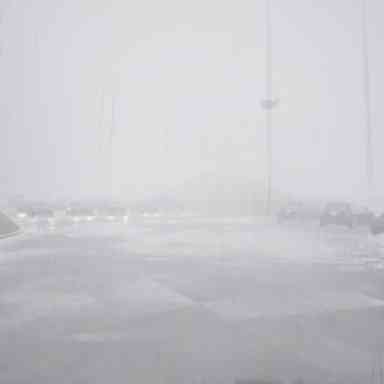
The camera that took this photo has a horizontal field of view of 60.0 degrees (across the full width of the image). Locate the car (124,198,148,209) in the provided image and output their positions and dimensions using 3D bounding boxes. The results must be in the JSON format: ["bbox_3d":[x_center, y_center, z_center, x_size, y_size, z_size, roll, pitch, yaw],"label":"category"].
[{"bbox_3d":[-8.143,1.663,47.939,1.994,1.385,4.181,0,0,-32],"label":"car"}]

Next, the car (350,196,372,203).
[{"bbox_3d":[37.056,1.665,73.114,1.895,1.301,4.718,0,0,-11],"label":"car"}]

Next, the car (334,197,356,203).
[{"bbox_3d":[33.521,1.675,72.975,1.895,1.301,4.718,0,0,-14],"label":"car"}]

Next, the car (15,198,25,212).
[{"bbox_3d":[-19.831,1.688,40.189,1.895,1.301,4.718,0,0,-32],"label":"car"}]

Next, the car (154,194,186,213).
[{"bbox_3d":[-2.837,1.302,39.577,2.150,2.045,5.566,0,0,-32],"label":"car"}]

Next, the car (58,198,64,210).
[{"bbox_3d":[-16.603,1.653,41.618,1.994,1.385,4.181,0,0,-33],"label":"car"}]

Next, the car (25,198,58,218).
[{"bbox_3d":[-14.447,1.594,31.703,1.812,1.442,4.674,0,0,-32],"label":"car"}]

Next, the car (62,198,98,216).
[{"bbox_3d":[-11.249,1.634,33.199,1.994,1.385,4.181,0,0,-32],"label":"car"}]

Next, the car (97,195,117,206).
[{"bbox_3d":[-15.206,1.475,59.131,2.097,1.767,4.553,0,0,-32],"label":"car"}]

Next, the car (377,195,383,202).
[{"bbox_3d":[43.975,1.531,74.180,1.882,1.535,5.008,0,0,-11],"label":"car"}]

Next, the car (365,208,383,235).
[{"bbox_3d":[11.335,1.597,18.045,4.181,1.385,1.994,0,0,-43],"label":"car"}]

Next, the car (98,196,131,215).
[{"bbox_3d":[-8.625,1.552,35.601,1.882,1.535,5.008,0,0,-32],"label":"car"}]

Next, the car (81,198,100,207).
[{"bbox_3d":[-16.823,1.717,55.119,1.895,1.301,4.718,0,0,-32],"label":"car"}]

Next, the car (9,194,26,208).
[{"bbox_3d":[-27.437,1.338,52.248,2.150,2.045,5.566,0,0,-32],"label":"car"}]

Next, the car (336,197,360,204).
[{"bbox_3d":[30.750,1.661,65.875,2.033,1.411,5.357,0,0,-4],"label":"car"}]

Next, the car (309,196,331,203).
[{"bbox_3d":[29.181,1.619,76.038,1.882,1.535,5.008,0,0,-18],"label":"car"}]

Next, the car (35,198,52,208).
[{"bbox_3d":[-23.628,1.639,52.766,1.812,1.442,4.674,0,0,-32],"label":"car"}]

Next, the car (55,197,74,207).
[{"bbox_3d":[-21.375,1.666,55.781,2.033,1.411,5.357,0,0,-32],"label":"car"}]

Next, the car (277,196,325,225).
[{"bbox_3d":[8.314,1.399,24.838,4.553,1.767,2.097,0,0,-44],"label":"car"}]

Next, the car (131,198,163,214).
[{"bbox_3d":[-5.300,1.640,36.898,1.994,1.385,4.181,0,0,-32],"label":"car"}]

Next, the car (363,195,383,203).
[{"bbox_3d":[40.518,1.539,73.633,1.882,1.535,5.008,0,0,-11],"label":"car"}]

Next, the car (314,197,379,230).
[{"bbox_3d":[10.218,1.393,21.815,4.553,1.767,2.097,0,0,-44],"label":"car"}]

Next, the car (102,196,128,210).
[{"bbox_3d":[-10.556,1.446,45.188,2.097,1.767,4.553,0,0,-32],"label":"car"}]

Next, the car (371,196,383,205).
[{"bbox_3d":[34.193,1.614,62.679,1.837,1.490,4.892,0,0,3],"label":"car"}]
